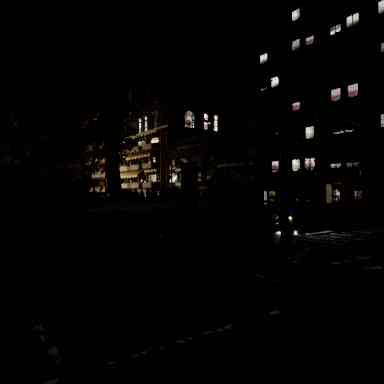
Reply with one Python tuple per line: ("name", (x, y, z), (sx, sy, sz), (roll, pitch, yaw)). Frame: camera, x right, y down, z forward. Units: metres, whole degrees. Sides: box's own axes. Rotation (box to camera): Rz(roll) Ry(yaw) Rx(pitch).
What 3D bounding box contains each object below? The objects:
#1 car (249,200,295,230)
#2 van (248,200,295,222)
("car", (4.918, 1.605, 23.421), (2.097, 1.767, 4.553), (0, -1, -36))
("van", (7.136, 1.643, 30.187), (1.690, 1.788, 3.998), (-1, 0, -36))
